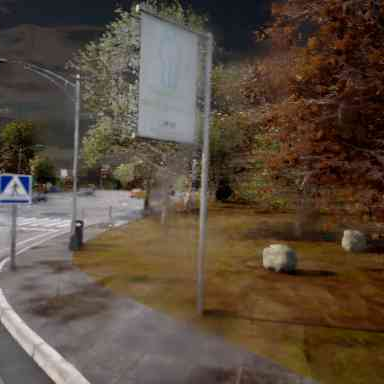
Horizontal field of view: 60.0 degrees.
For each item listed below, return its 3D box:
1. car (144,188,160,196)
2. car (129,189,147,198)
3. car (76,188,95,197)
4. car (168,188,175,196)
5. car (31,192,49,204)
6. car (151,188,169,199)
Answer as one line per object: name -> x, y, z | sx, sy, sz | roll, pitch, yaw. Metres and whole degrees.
car -> -8.178, -0.074, 67.946 | 2.033, 1.411, 5.357 | 2, 2, 7
car -> -9.338, 0.247, 57.785 | 1.882, 1.535, 5.008 | 2, 2, 7
car -> -18.165, 0.061, 56.259 | 2.128, 1.511, 4.902 | 2, 2, 7
car -> -4.703, 0.002, 67.533 | 2.128, 1.511, 4.902 | 2, 2, 7
car -> -19.920, 0.662, 41.910 | 1.994, 1.385, 4.181 | 2, 2, 6
car -> -5.838, 0.480, 57.622 | 1.895, 1.301, 4.718 | 2, 2, 7
